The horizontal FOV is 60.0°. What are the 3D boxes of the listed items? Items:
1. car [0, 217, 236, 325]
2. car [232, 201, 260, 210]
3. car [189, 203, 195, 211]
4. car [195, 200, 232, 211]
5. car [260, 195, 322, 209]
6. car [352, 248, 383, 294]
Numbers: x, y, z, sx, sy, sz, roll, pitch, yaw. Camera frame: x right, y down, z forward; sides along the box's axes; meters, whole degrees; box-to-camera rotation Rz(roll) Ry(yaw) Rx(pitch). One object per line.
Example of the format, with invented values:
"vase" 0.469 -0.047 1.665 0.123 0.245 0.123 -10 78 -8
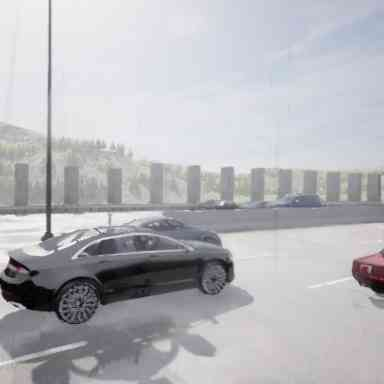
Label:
"car" -1.243 1.476 7.062 4.902 1.511 2.128 0 0 -34
"car" 6.483 1.589 32.421 4.181 1.385 1.994 0 0 -29
"car" 1.742 1.551 37.799 4.181 1.385 1.994 0 0 -29
"car" 3.087 1.600 34.565 4.718 1.301 1.895 0 0 -29
"car" 9.268 1.270 29.972 5.566 2.045 2.150 1 0 -28
"car" 5.811 1.636 7.535 4.718 1.301 1.895 0 0 -32
